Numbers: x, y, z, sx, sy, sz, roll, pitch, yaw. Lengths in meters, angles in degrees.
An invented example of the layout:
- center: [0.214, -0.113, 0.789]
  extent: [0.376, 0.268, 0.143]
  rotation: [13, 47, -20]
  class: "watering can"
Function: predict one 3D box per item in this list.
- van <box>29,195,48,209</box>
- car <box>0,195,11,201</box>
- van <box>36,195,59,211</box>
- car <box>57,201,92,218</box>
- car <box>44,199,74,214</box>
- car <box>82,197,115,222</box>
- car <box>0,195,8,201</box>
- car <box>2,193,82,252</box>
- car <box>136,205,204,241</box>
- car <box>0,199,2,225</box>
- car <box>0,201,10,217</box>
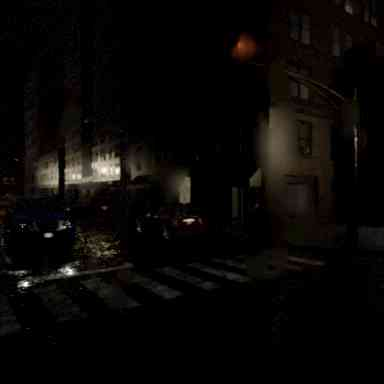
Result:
- center: [-20.412, 1.283, 44.104]
  extent: [1.690, 1.788, 3.998]
  rotation: [0, 0, -35]
  class: "van"
- center: [-42.778, 1.423, 76.170]
  extent: [1.947, 1.339, 4.313]
  rotation: [0, 0, -35]
  class: "car"
- center: [-17.217, 1.292, 39.524]
  extent: [1.690, 1.788, 3.998]
  rotation: [0, 0, -35]
  class: "van"
- center: [-10.826, 1.532, 30.362]
  extent: [1.947, 1.339, 4.313]
  rotation: [0, 0, -35]
  class: "car"
- center: [-14.022, 1.510, 34.943]
  extent: [2.008, 1.369, 4.403]
  rotation: [0, 0, -35]
  class: "car"
- center: [-7.632, 1.286, 25.781]
  extent: [2.192, 1.841, 5.009]
  rotation: [0, 0, -35]
  class: "car"
- center: [-45.973, 1.410, 80.751]
  extent: [1.947, 1.339, 4.313]
  rotation: [0, 0, -35]
  class: "car"
- center: [-6.708, 1.215, 14.412]
  extent: [2.150, 2.045, 5.566]
  rotation: [0, 0, -33]
  class: "car"
- center: [-1.241, 1.416, 16.619]
  extent: [1.967, 1.590, 4.097]
  rotation: [0, 0, -35]
  class: "car"
- center: [-12.507, 1.466, 22.688]
  extent: [1.882, 1.535, 5.008]
  rotation: [0, 0, -35]
  class: "car"
- center: [-18.387, 1.579, 31.136]
  extent: [1.895, 1.301, 4.718]
  rotation: [0, 0, -35]
  class: "car"
